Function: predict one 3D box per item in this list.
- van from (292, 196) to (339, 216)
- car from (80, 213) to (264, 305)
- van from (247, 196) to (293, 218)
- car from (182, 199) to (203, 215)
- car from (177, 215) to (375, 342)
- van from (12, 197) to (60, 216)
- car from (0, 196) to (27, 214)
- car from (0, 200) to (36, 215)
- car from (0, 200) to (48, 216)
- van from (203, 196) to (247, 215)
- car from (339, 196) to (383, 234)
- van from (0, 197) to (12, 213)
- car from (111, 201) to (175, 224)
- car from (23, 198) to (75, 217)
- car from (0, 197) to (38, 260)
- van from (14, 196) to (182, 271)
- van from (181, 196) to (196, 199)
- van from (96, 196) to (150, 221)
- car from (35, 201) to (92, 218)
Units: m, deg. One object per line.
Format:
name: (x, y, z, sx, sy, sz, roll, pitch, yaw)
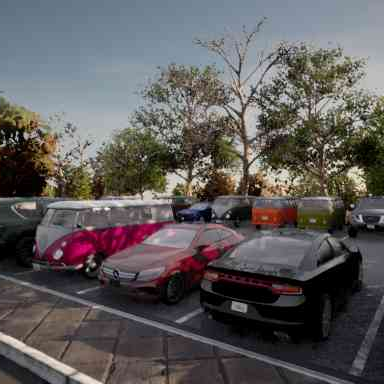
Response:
van: (7.548, 1.242, 19.060, 1.878, 1.987, 4.442, 0, 0, 36)
car: (-0.145, 1.509, 8.340, 2.002, 1.452, 4.674, 0, 0, 36)
van: (5.397, 1.233, 20.599, 1.878, 1.987, 4.442, 0, 0, 36)
car: (0.843, 1.468, 23.723, 2.097, 1.535, 5.008, -1, -1, 36)
car: (2.108, 1.478, 6.718, 2.097, 1.535, 5.008, 0, 0, 36)
van: (-17.111, 1.527, 36.717, 1.878, 1.987, 4.442, -1, -1, 36)
car: (-23.917, 1.616, 41.480, 2.435, 2.045, 5.566, -1, -1, 36)
car: (-21.787, 1.823, 39.693, 1.946, 1.575, 5.366, -1, -1, 36)
car: (-19.433, 1.789, 38.228, 2.231, 1.521, 4.892, -1, -1, 36)
van: (2.901, 1.224, 22.100, 1.878, 1.987, 4.442, 0, 0, 36)
car: (9.716, 1.225, 17.329, 2.435, 2.045, 5.566, 0, 0, 36)
van: (-26.215, 1.695, 43.236, 1.878, 1.987, 4.442, -1, -1, 36)
car: (-3.770, 1.536, 26.793, 1.946, 1.575, 5.366, -1, -1, 36)
car: (-14.945, 1.591, 34.983, 2.185, 1.767, 4.553, -1, -1, 36)
car: (-4.643, 1.200, 11.593, 2.435, 2.045, 5.566, 0, 0, 36)
van: (-2.471, 1.234, 9.859, 1.878, 1.987, 4.442, 0, 0, 36)
van: (-1.483, 1.278, 25.239, 1.878, 1.987, 4.442, -1, -1, 36)
van: (-5.850, 1.349, 28.653, 1.878, 1.987, 4.442, -1, -1, 36)
car: (-12.777, 1.683, 33.463, 2.097, 1.535, 5.008, -1, -1, 36)
